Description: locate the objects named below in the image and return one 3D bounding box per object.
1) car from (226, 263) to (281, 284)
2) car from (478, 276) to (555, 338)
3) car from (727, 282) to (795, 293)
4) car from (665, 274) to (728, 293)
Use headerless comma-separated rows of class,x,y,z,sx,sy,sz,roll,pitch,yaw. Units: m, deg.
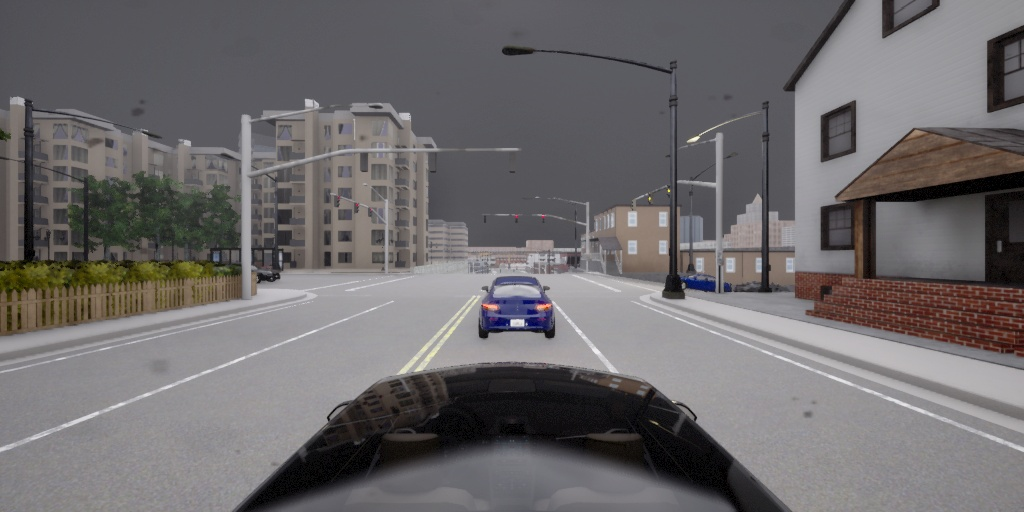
car,-19.814,1.255,26.510,4.892,1.490,1.837,0,0,1
car,0.110,1.276,10.013,1.812,1.442,4.674,0,0,0
car,18.824,2.740,25.953,4.892,1.490,1.837,9,0,0
car,15.379,2.209,29.696,5.008,1.535,1.882,9,0,1
